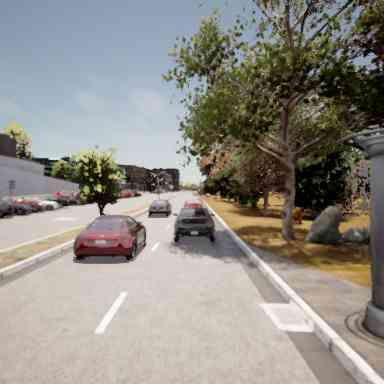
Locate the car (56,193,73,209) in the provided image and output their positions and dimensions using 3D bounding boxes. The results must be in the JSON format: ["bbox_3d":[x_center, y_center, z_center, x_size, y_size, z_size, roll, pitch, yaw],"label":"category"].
[{"bbox_3d":[-16.795,1.220,38.468,5.008,1.535,2.097,-1,1,-20],"label":"car"}]

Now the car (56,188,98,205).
[{"bbox_3d":[-16.771,0.825,47.483,5.566,2.045,2.435,-1,1,-20],"label":"car"}]

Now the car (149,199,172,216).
[{"bbox_3d":[-2.885,1.390,30.685,2.033,1.411,5.357,0,1,0],"label":"car"}]

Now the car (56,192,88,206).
[{"bbox_3d":[-16.769,1.152,44.485,4.792,1.488,2.163,-1,1,-20],"label":"car"}]

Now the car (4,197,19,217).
[{"bbox_3d":[-16.841,1.412,26.445,4.792,1.488,2.163,-1,1,-20],"label":"car"}]

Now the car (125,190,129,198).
[{"bbox_3d":[-16.773,0.787,71.477,4.892,1.521,2.231,-1,0,-20],"label":"car"}]

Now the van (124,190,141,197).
[{"bbox_3d":[-16.565,0.385,92.548,4.442,1.987,1.878,-1,0,-19],"label":"van"}]

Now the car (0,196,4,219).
[{"bbox_3d":[-16.847,1.162,23.443,5.566,2.045,2.435,-1,1,-20],"label":"car"}]

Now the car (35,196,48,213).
[{"bbox_3d":[-16.841,1.184,32.456,4.553,1.767,2.185,-1,1,-20],"label":"car"}]

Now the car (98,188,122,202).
[{"bbox_3d":[-16.743,0.717,65.480,4.553,1.767,2.185,-1,1,-20],"label":"car"}]

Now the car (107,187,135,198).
[{"bbox_3d":[-16.787,0.484,77.462,5.566,2.045,2.435,-1,1,-20],"label":"car"}]

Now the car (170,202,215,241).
[{"bbox_3d":[0.108,1.477,16.581,1.837,1.490,4.892,0,0,0],"label":"car"}]

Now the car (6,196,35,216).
[{"bbox_3d":[-16.814,1.391,29.469,4.674,1.452,2.002,-1,0,-20],"label":"car"}]

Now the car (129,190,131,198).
[{"bbox_3d":[-16.788,0.789,74.461,4.792,1.488,2.163,-1,1,-20],"label":"car"}]

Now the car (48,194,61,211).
[{"bbox_3d":[-16.808,1.306,35.469,4.674,1.452,2.002,-1,1,-20],"label":"car"}]

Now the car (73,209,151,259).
[{"bbox_3d":[-2.893,1.552,12.548,1.994,1.385,4.181,0,0,0],"label":"car"}]

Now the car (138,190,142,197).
[{"bbox_3d":[-16.755,0.410,86.476,5.566,2.045,2.435,-1,1,-20],"label":"car"}]

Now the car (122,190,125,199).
[{"bbox_3d":[-16.803,0.689,68.466,4.553,1.767,2.185,-1,0,-20],"label":"car"}]

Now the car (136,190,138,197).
[{"bbox_3d":[-16.736,0.726,83.482,4.674,1.452,2.002,-1,1,-20],"label":"car"}]

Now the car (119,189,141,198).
[{"bbox_3d":[-16.681,0.385,89.512,5.566,2.045,2.435,-1,0,-20],"label":"car"}]

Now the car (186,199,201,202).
[{"bbox_3d":[0.116,1.388,34.538,1.895,1.301,4.718,0,1,0],"label":"car"}]
